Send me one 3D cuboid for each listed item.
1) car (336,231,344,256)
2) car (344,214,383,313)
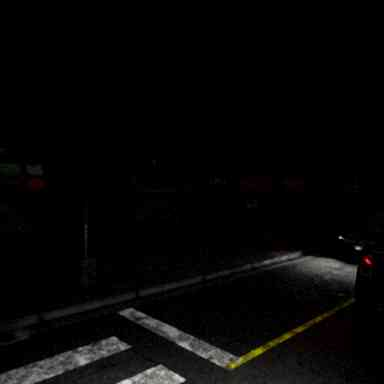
[{"bbox_3d":[7.139,1.567,12.452,4.674,1.442,1.812,0,0,-43],"label":"car"},{"bbox_3d":[5.149,1.368,6.735,4.553,1.767,2.097,0,0,-43],"label":"car"}]
